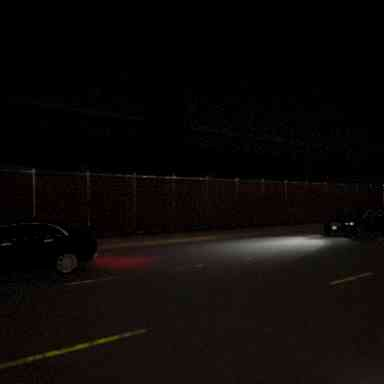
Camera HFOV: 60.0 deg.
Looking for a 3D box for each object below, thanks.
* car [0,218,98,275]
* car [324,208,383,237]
[{"bbox_3d":[-5.051,1.504,8.988,4.892,1.490,1.837,0,0,-35],"label":"car"},{"bbox_3d":[9.620,1.677,19.166,4.902,1.511,2.128,1,0,-35],"label":"car"}]
